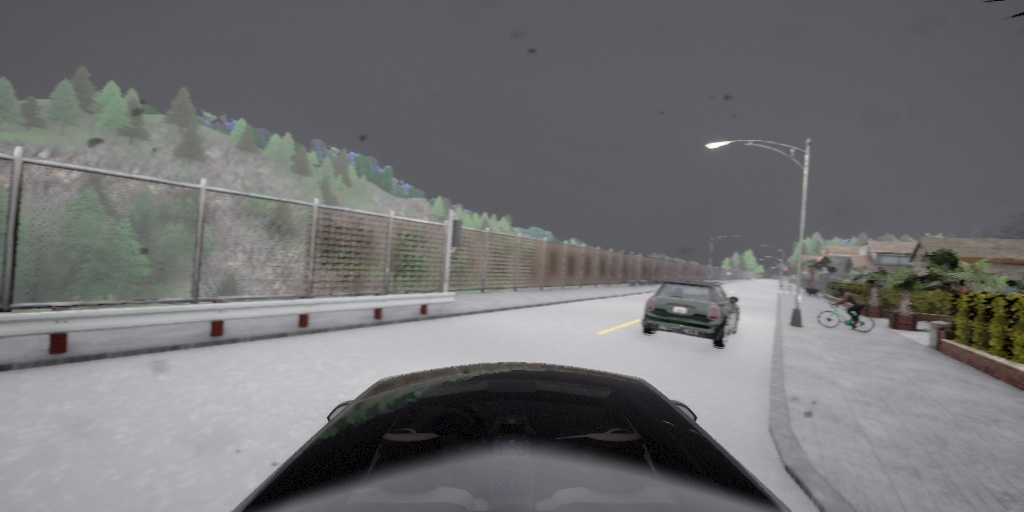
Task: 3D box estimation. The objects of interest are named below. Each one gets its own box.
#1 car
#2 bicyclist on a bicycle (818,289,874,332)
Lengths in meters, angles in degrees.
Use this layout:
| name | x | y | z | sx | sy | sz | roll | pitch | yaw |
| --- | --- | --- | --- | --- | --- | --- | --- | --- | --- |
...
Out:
| name | x | y | z | sx | sy | sz | roll | pitch | yaw |
| --- | --- | --- | --- | --- | --- | --- | --- | --- | --- |
| car | 5.765 | 1.566 | 11.265 | 2.097 | 1.767 | 4.553 | 4 | 0 | 37 |
| bicyclist on a bicycle | 13.218 | 2.128 | 14.188 | 1.656 | 1.620 | 0.582 | 4 | -1 | 37 |
